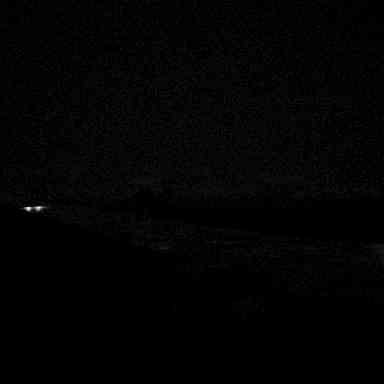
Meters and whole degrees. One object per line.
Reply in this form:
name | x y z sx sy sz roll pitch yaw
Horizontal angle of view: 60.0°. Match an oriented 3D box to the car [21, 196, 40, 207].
car | -22.814 1.309 46.895 2.033 1.411 5.357 -2 1 -34
